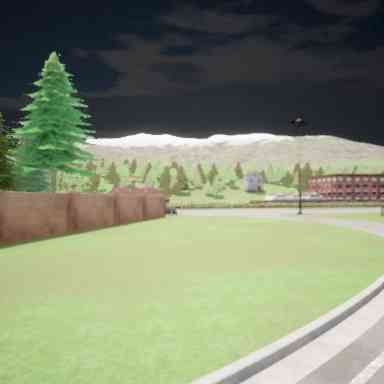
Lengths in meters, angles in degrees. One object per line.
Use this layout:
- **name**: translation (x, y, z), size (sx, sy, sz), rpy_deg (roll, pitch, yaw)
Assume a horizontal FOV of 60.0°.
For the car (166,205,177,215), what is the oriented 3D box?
- **car**: translation (-4.156, 2.434, 45.398), size (4.181, 1.385, 1.994), rpy_deg (0, -1, 10)
